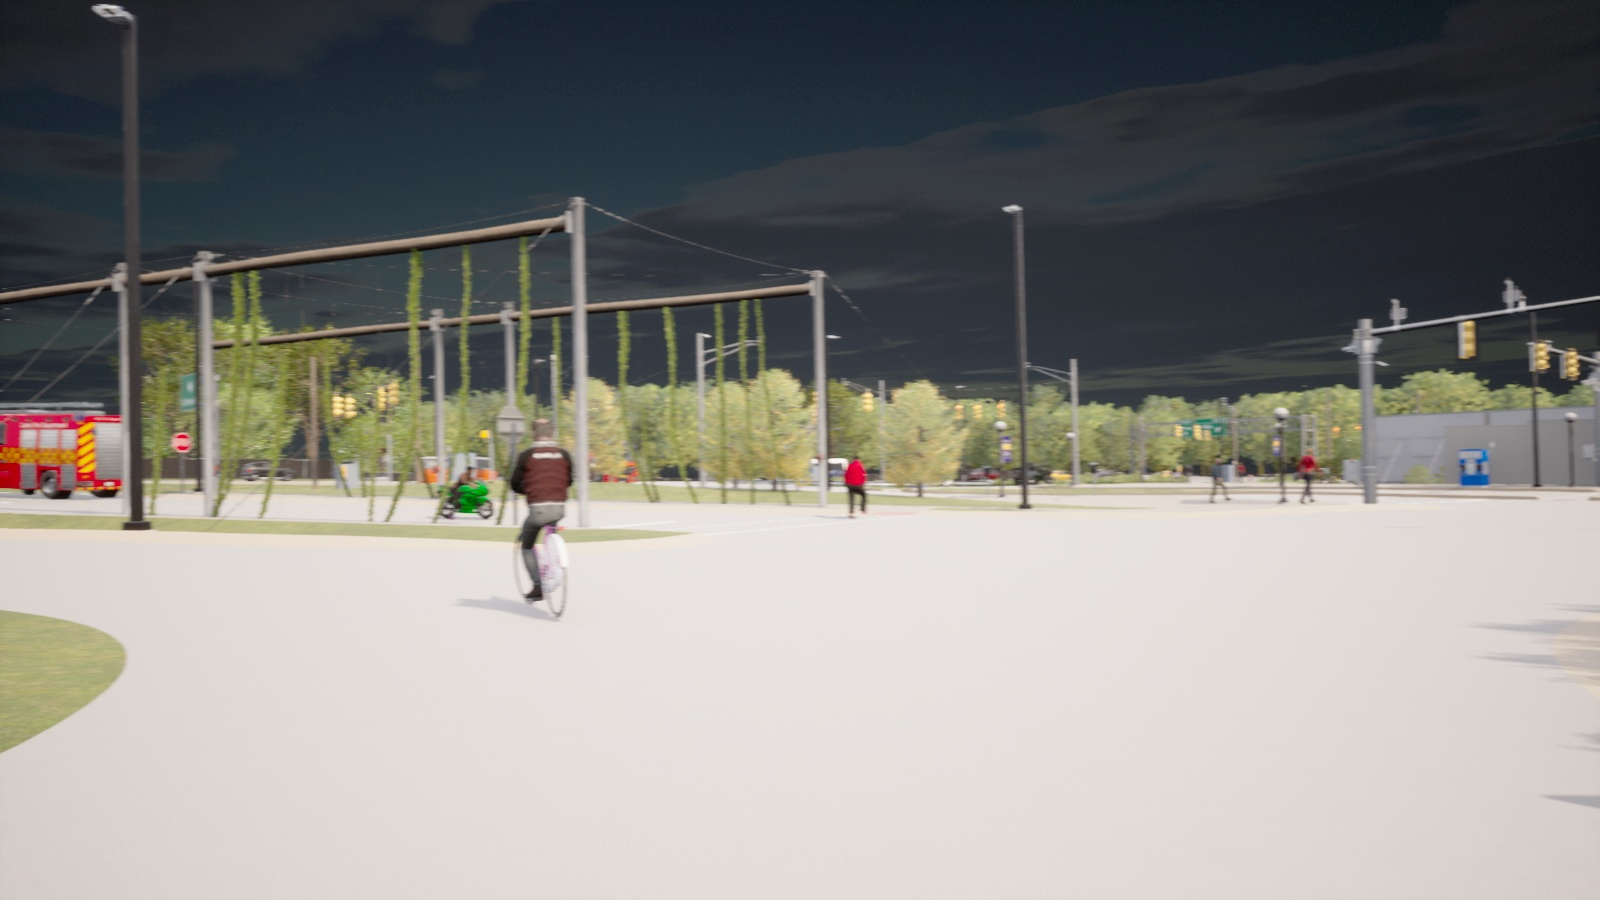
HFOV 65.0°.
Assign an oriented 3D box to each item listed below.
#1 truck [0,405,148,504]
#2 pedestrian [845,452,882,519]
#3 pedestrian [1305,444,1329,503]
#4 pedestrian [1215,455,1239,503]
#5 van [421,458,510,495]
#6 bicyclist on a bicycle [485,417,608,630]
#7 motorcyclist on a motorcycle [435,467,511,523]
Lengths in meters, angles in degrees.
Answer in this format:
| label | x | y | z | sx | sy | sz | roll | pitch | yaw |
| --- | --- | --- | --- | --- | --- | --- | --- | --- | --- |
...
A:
| label | x | y | z | sx | sy | sz | roll | pitch | yaw |
| --- | --- | --- | --- | --- | --- | --- | --- | --- | --- |
| truck | -31.134 | 0.160 | 51.848 | 8.468 | 3.827 | 2.891 | 0 | 0 | 25 |
| pedestrian | 1.782 | 0.978 | 35.121 | 0.634 | 1.844 | 0.899 | -2 | -1 | 29 |
| pedestrian | 16.266 | 0.731 | 39.516 | 0.636 | 1.846 | 0.331 | -1 | -1 | -29 |
| pedestrian | 16.631 | 1.117 | 48.933 | 0.402 | 1.842 | 0.726 | -1 | -1 | -37 |
| van | -18.611 | 1.468 | 69.917 | 4.442 | 1.987 | 1.775 | 1 | -2 | -38 |
| bicyclist on a bicycle | -2.361 | 0.620 | 11.524 | 0.659 | 1.776 | 1.843 | -2 | 0 | -25 |
| motorcyclist on a motorcycle | -9.259 | 1.255 | 35.541 | 2.044 | 1.523 | 0.797 | 0 | 0 | 26 |
